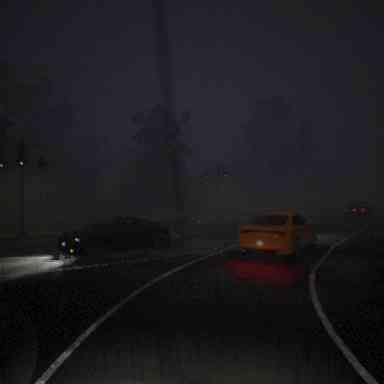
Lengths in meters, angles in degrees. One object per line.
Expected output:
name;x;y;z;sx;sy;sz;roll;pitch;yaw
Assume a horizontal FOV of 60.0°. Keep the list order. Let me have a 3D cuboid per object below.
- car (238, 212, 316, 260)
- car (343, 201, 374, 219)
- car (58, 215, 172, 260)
car;3.404;1.483;12.768;1.882;1.535;5.008;-1;0;30
car;14.700;1.528;29.263;2.033;1.411;5.357;0;0;35
car;-2.839;1.598;12.670;4.181;1.385;1.994;0;0;-38
